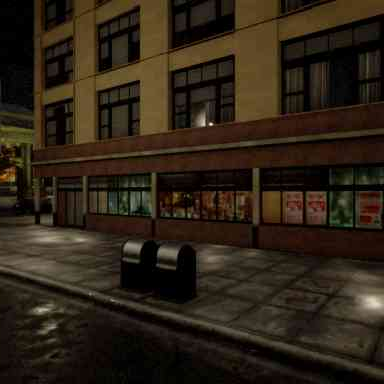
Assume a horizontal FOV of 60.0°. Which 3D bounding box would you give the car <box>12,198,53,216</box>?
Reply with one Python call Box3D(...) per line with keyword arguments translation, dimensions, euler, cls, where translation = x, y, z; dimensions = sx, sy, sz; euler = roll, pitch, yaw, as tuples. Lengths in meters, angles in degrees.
Box3D(translation=(-15.269, 1.351, 33.255), dimensions=(2.097, 1.767, 4.553), euler=(0, 0, 36), cls="car")
